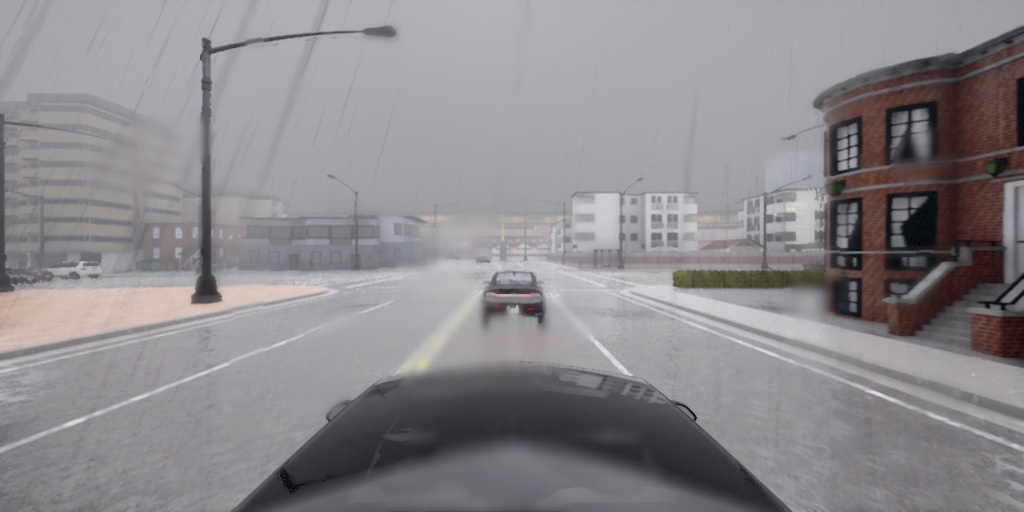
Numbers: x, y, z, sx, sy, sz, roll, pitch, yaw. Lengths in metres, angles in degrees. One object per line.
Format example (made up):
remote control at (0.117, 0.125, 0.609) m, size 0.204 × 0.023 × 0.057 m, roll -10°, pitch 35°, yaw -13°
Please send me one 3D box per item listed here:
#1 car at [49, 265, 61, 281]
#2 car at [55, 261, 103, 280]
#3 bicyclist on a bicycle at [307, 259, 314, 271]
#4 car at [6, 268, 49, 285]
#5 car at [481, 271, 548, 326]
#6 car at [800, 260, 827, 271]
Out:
car at (-50.448, 1.978, 37.133) m, size 4.674 × 1.442 × 1.812 m, roll -1°, pitch 0°, yaw -1°
car at (-50.033, 1.659, 40.638) m, size 5.566 × 2.045 × 2.150 m, roll -1°, pitch 0°, yaw -1°
bicyclist on a bicycle at (-26.397, 1.219, 47.038) m, size 0.582 × 1.620 × 1.656 m, roll -1°, pitch 0°, yaw -1°
car at (-43.074, 1.801, 30.176) m, size 4.902 × 1.511 × 2.128 m, roll -1°, pitch 0°, yaw -1°
car at (0.073, 1.231, 11.654) m, size 2.128 × 1.511 × 4.902 m, roll 0°, pitch 0°, yaw 0°
car at (35.794, 1.200, 40.911) m, size 4.902 × 1.511 × 2.128 m, roll 0°, pitch 0°, yaw 5°
